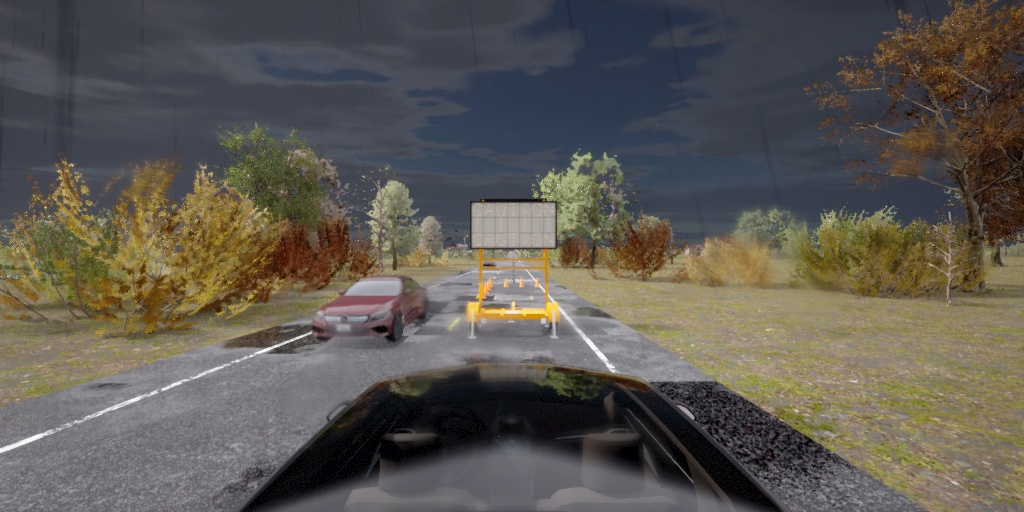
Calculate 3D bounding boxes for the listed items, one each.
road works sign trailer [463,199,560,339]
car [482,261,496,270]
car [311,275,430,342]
[{"bbox_3d":[0.045,0.212,10.072,2.380,3.560,2.880,0,0,0],"label":"road works sign trailer"},{"bbox_3d":[-3.351,1.287,51.022,1.895,1.301,4.718,0,0,0],"label":"car"},{"bbox_3d":[-3.555,1.273,9.935,1.812,1.442,4.674,0,0,0],"label":"car"}]
